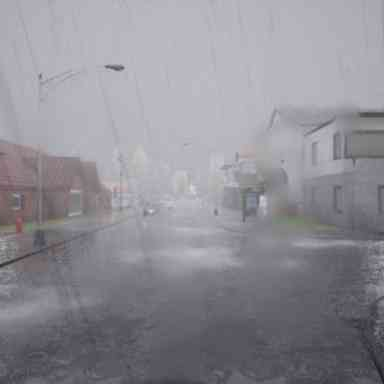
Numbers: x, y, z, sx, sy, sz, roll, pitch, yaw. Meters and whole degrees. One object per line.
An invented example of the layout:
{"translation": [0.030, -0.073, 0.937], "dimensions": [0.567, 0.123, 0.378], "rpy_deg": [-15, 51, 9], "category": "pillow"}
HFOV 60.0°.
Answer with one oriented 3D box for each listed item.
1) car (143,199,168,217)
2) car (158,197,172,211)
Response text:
{"translation": [-4.081, 1.837, 35.717], "dimensions": [2.128, 1.511, 4.902], "rpy_deg": [0, -1, 0], "category": "car"}
{"translation": [-4.088, 1.687, 48.149], "dimensions": [2.150, 2.045, 5.566], "rpy_deg": [0, -1, -1], "category": "car"}
